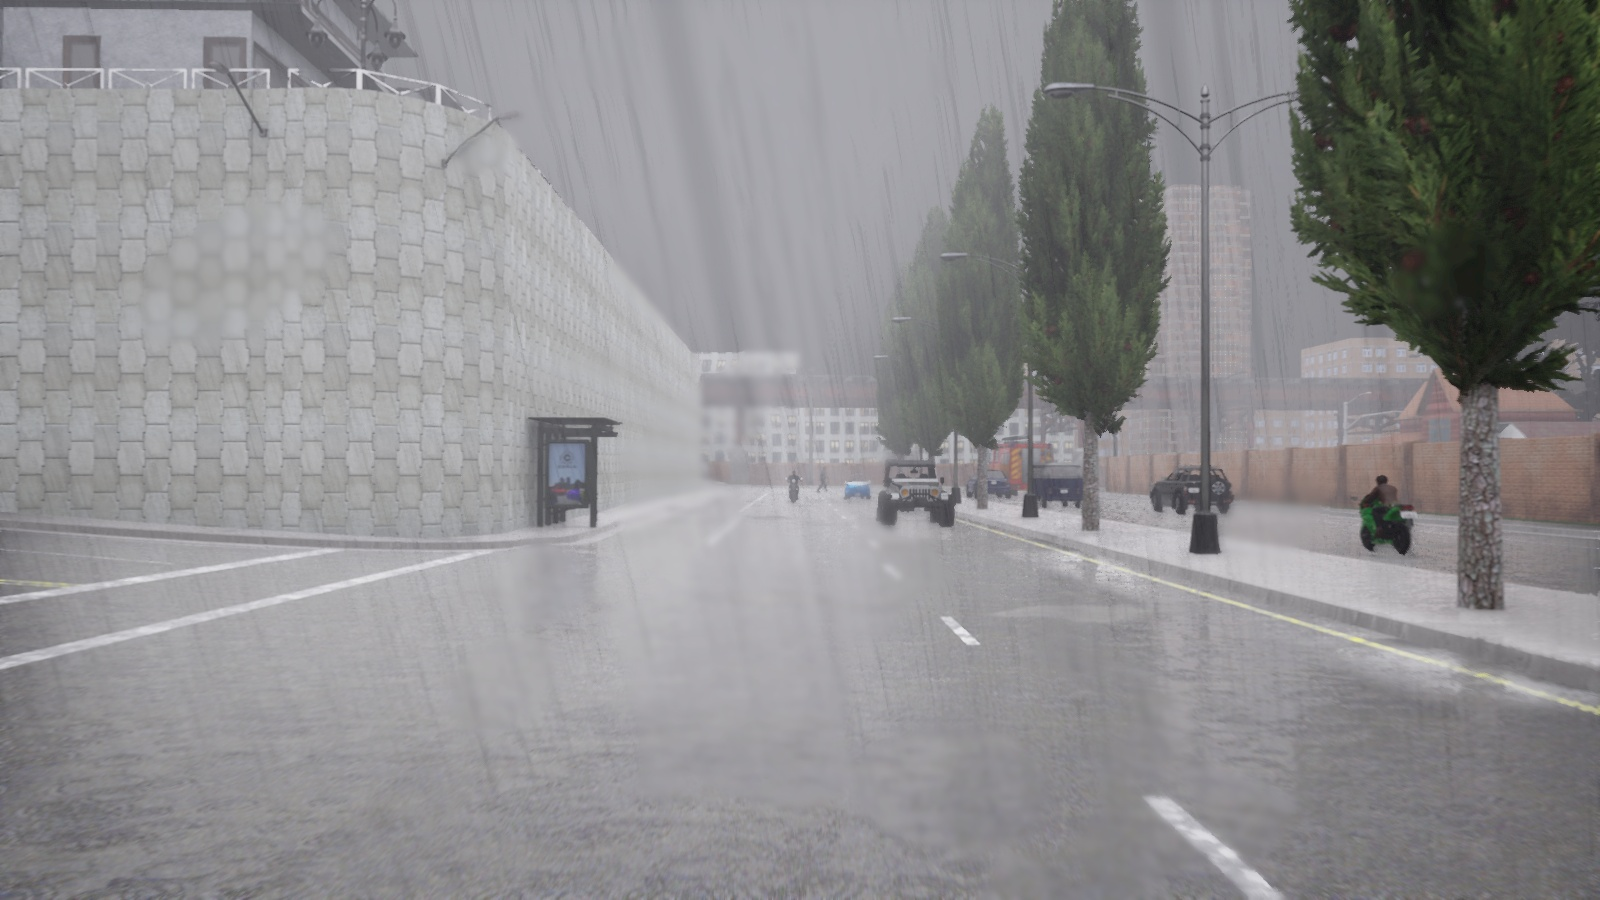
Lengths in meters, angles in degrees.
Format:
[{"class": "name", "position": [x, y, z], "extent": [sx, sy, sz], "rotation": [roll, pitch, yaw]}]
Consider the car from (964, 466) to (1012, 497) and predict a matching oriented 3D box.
[{"class": "car", "position": [11.096, 1.847, 74.294], "extent": [2.097, 1.767, 4.553], "rotation": [0, -1, 0]}]

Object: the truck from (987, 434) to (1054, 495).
[{"class": "truck", "position": [14.543, 0.961, 83.478], "extent": [2.891, 3.827, 8.468], "rotation": [0, -1, 0]}]

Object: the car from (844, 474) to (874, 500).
[{"class": "car", "position": [3.135, 1.955, 66.982], "extent": [1.481, 1.376, 2.207], "rotation": [0, -1, 0]}]

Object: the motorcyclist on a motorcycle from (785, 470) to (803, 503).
[{"class": "motorcyclist on a motorcycle", "position": [-0.288, 1.767, 60.836], "extent": [0.866, 1.590, 1.817], "rotation": [0, -1, 1]}]

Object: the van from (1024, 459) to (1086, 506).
[{"class": "van", "position": [11.195, 1.431, 55.429], "extent": [1.775, 1.987, 4.442], "rotation": [0, -1, 0]}]

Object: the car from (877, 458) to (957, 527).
[{"class": "car", "position": [3.297, 1.188, 36.054], "extent": [1.905, 1.878, 3.866], "rotation": [0, -1, 0]}]

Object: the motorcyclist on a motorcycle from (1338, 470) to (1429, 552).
[{"class": "motorcyclist on a motorcycle", "position": [11.348, 1.153, 24.505], "extent": [0.797, 1.523, 2.044], "rotation": [0, -1, 0]}]

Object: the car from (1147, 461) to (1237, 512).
[{"class": "car", "position": [14.737, 1.351, 47.509], "extent": [1.932, 1.855, 4.605], "rotation": [0, -1, 0]}]
